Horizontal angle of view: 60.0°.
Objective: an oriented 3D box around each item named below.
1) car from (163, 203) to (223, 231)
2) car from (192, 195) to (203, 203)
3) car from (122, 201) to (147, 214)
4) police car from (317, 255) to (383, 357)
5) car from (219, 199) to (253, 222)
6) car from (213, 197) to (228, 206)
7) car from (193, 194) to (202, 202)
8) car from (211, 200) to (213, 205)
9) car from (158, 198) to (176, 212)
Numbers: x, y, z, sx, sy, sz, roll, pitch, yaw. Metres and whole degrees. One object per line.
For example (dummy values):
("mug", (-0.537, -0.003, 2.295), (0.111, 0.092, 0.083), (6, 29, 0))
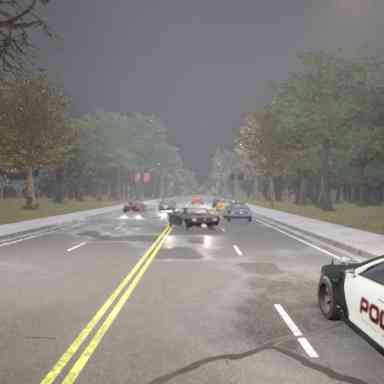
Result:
("car", (-0.067, 1.599, 20.814), (1.895, 1.301, 4.718), (0, 0, -20))
("car", (1.044, 1.373, 63.803), (2.097, 1.767, 4.553), (0, 0, 2))
("car", (-6.141, 1.602, 35.745), (1.895, 1.301, 4.718), (0, 0, 1))
("police car", (3.291, 1.504, 4.381), (2.038, 1.542, 4.974), (0, 0, 1))
("car", (3.563, 1.546, 26.358), (2.033, 1.411, 5.357), (0, 0, 1))
("car", (3.738, 1.458, 37.537), (1.801, 1.575, 5.366), (0, 0, 1))
("car", (1.310, 1.390, 77.790), (2.097, 1.767, 4.553), (0, 0, 1))
("car", (3.928, 1.512, 48.337), (1.837, 1.490, 4.892), (0, 0, 1))
("car", (-2.837, 1.494, 38.818), (2.128, 1.511, 4.902), (0, 0, 1))
